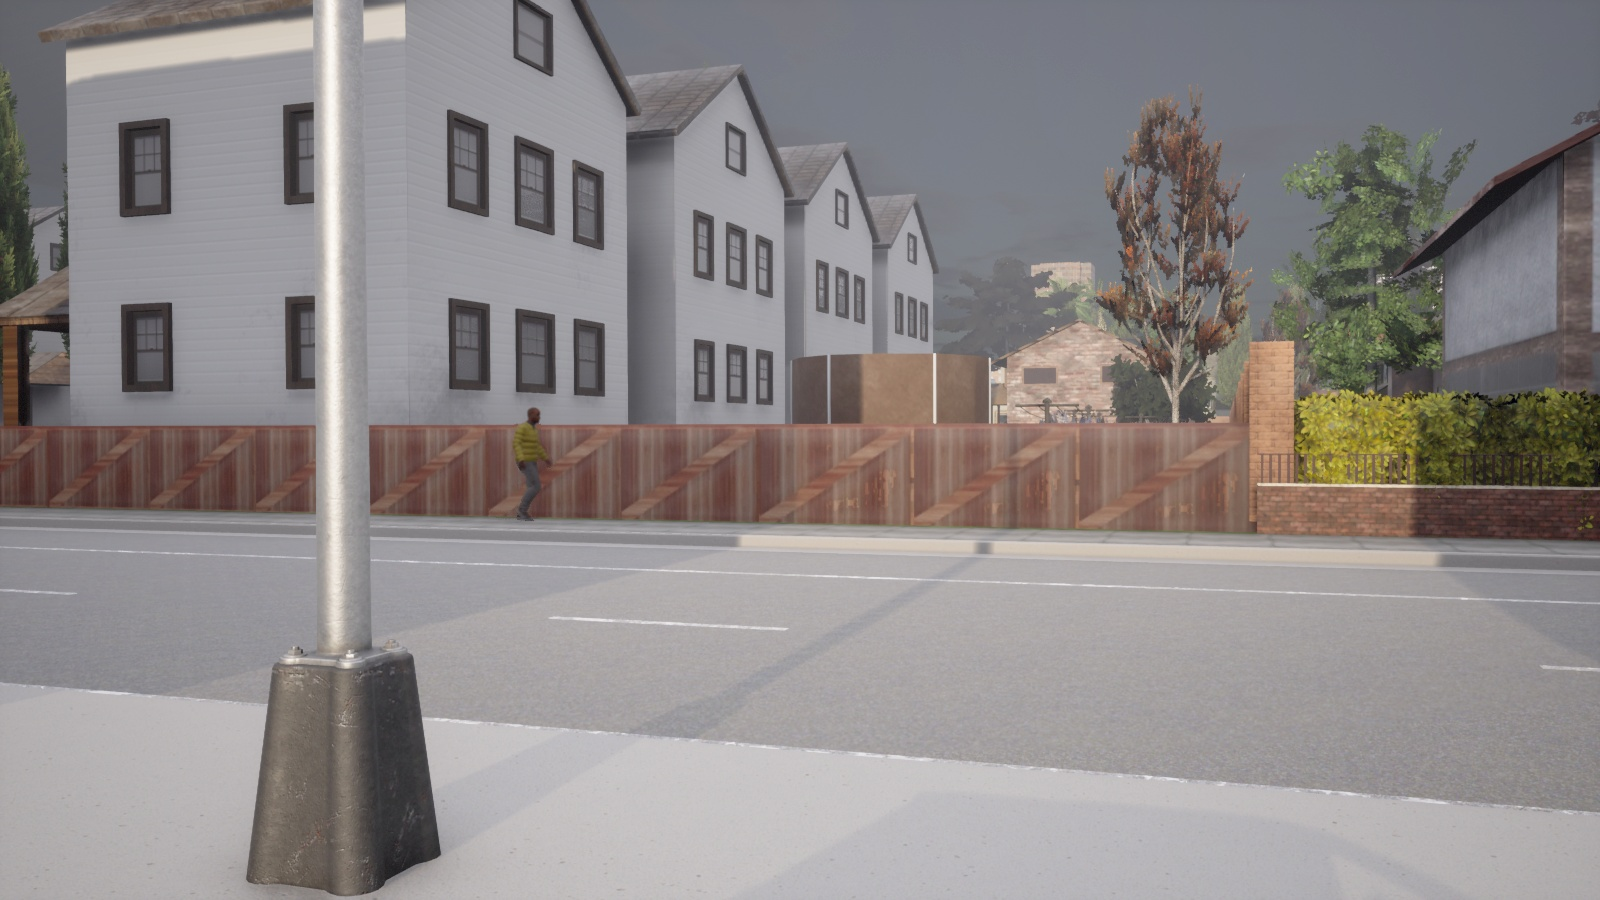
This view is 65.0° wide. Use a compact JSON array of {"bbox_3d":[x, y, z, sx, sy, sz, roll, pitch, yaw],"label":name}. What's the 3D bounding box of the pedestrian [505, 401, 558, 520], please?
[{"bbox_3d":[-4.183,0.152,19.583,0.726,1.835,0.370,1,1,19],"label":"pedestrian"}]
